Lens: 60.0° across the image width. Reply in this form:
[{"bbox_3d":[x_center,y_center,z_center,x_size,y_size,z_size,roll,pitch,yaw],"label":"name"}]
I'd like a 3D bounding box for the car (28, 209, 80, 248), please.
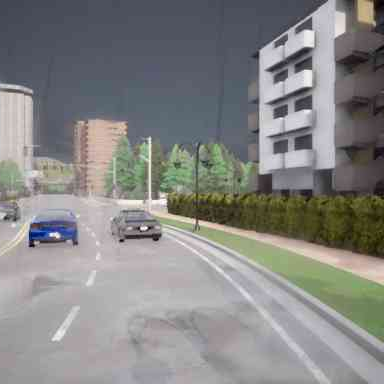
[{"bbox_3d":[-6.148,1.483,15.062,1.882,1.535,5.008,0,0,-19],"label":"car"}]

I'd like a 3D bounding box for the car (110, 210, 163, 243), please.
[{"bbox_3d":[-2.849,1.561,16.230,2.033,1.411,5.357,0,0,-19],"label":"car"}]

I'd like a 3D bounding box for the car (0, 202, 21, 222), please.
[{"bbox_3d":[-14.432,1.518,25.771,2.128,1.511,4.902,0,0,-23],"label":"car"}]
